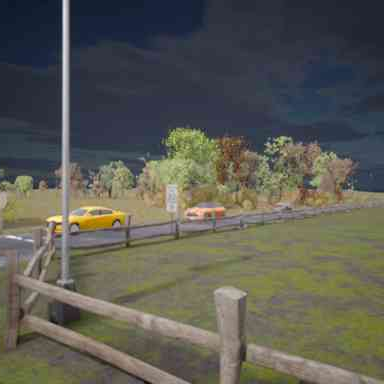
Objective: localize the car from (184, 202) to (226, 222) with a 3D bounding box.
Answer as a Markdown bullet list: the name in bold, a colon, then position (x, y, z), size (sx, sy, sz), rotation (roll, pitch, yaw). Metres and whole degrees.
- **car**: position (1.257, 1.704, 30.486), size (2.097, 1.767, 4.553), rotation (1, 0, 36)

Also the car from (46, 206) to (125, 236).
- **car**: position (-6.238, 1.646, 20.051), size (1.882, 1.535, 5.008), rotation (1, 0, 36)

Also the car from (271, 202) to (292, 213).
- **car**: position (12.521, 2.155, 46.072), size (1.812, 1.442, 4.674), rotation (1, 0, 36)
